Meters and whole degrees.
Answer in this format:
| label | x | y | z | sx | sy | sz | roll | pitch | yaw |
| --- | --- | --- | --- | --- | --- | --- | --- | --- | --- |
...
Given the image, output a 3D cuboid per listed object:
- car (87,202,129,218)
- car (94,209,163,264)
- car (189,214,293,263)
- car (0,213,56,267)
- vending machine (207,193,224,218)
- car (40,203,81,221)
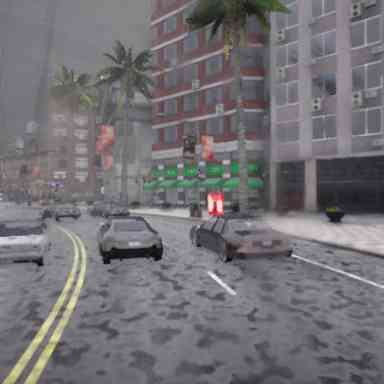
| label | x | y | z | sx | sy | sz | roll | pitch | yaw |
| --- | --- | --- | --- | --- | --- | --- | --- | --- | --- |
| car | -7.298 | 1.559 | 28.782 | 2.033 | 1.411 | 5.357 | -1 | 0 | -39 |
| car | -2.368 | 1.562 | 12.102 | 1.994 | 1.385 | 4.181 | 0 | 0 | -17 |
| car | 1.439 | 1.511 | 11.907 | 2.033 | 1.411 | 5.357 | -1 | 0 | -16 |
| car | -5.849 | 1.633 | 11.279 | 1.895 | 1.301 | 4.718 | -1 | 0 | -19 |
| vending machine | 2.033 | 1.122 | 28.430 | 1.100 | 2.100 | 0.880 | -1 | 0 | -32 |
| car | -11.131 | 1.596 | 27.989 | 2.033 | 1.411 | 5.357 | -1 | 0 | -41 |
